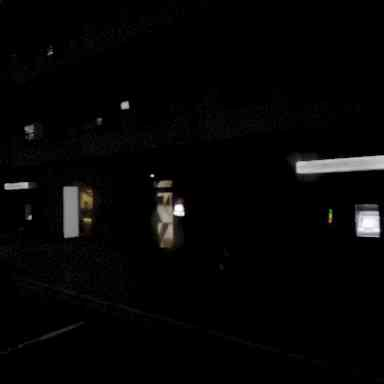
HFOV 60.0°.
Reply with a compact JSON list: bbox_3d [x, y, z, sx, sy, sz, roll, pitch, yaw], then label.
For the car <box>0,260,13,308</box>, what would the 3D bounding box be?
[{"bbox_3d":[-5.259,1.593,6.643,4.313,1.339,1.947,0,-1,36],"label":"car"}]
